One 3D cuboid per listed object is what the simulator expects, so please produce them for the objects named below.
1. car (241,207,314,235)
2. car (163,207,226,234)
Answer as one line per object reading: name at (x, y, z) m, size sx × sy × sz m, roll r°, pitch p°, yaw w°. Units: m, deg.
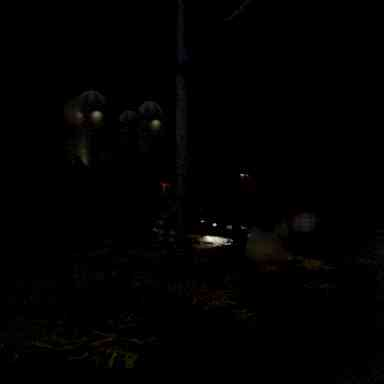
car at (4.759, 1.564, 19.007) m, size 1.994 × 1.385 × 4.181 m, roll 0°, pitch 0°, yaw -35°
car at (0.055, 1.564, 19.309) m, size 1.994 × 1.385 × 4.181 m, roll 0°, pitch 0°, yaw -35°
